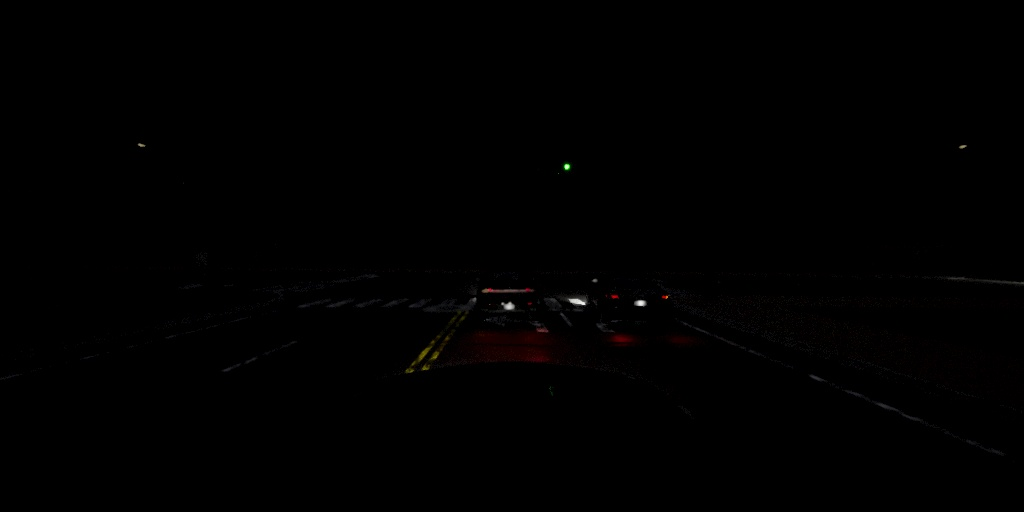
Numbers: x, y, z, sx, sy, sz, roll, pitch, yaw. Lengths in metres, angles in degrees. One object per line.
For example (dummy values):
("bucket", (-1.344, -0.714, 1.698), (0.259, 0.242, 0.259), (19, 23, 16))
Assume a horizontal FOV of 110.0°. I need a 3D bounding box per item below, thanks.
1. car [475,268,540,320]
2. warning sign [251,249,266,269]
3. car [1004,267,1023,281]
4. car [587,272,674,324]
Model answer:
("car", (-0.218, 1.133, 12.061), (2.128, 1.511, 4.902), (0, 1, -3))
("warning sign", (-23.476, 0.268, 33.052), (1.060, 1.860, 1.300), (0, 0, 1))
("car", (42.672, 1.328, 28.611), (4.892, 1.490, 1.837), (1, 1, 2))
("car", (3.609, 1.210, 11.549), (1.994, 1.385, 4.181), (0, 1, 5))
